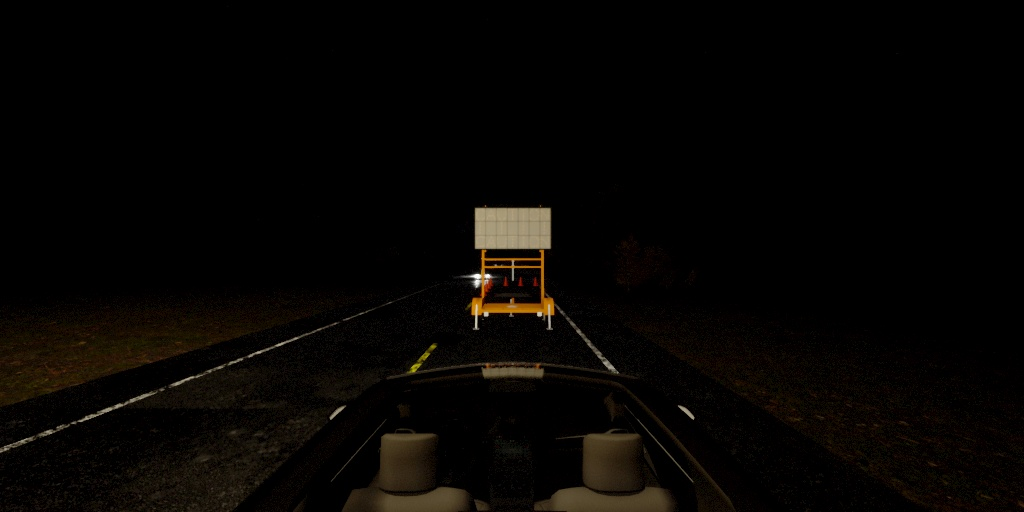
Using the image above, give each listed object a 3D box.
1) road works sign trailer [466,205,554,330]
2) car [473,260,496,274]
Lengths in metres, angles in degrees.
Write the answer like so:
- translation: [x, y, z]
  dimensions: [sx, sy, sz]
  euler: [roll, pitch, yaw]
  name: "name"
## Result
- translation: [0.028, 0.215, 11.140]
  dimensions: [2.380, 3.560, 2.880]
  euler: [0, 0, 0]
  name: "road works sign trailer"
- translation: [-3.377, 1.260, 41.803]
  dimensions: [2.128, 1.511, 4.902]
  euler: [0, 0, 0]
  name: "car"
